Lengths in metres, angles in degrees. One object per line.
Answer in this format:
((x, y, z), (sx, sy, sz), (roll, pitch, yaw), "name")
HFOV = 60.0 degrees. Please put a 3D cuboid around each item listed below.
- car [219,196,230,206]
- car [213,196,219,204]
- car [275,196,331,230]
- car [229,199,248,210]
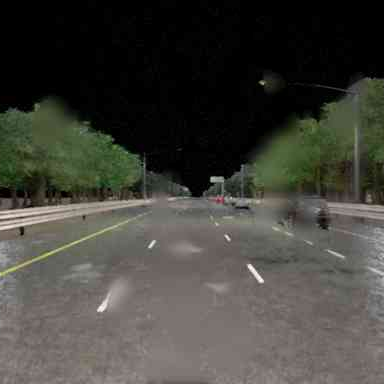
((7.283, 2.073, 68.557), (2.128, 1.511, 4.902), (0, -1, 0), "car")
((7.462, 2.067, 88.618), (2.150, 2.045, 5.566), (0, -1, 1), "car")
((7.034, 1.279, 21.618), (2.150, 2.045, 5.566), (0, 0, 0), "car")
((7.154, 1.882, 49.566), (1.994, 1.385, 4.181), (0, -1, 0), "car")
